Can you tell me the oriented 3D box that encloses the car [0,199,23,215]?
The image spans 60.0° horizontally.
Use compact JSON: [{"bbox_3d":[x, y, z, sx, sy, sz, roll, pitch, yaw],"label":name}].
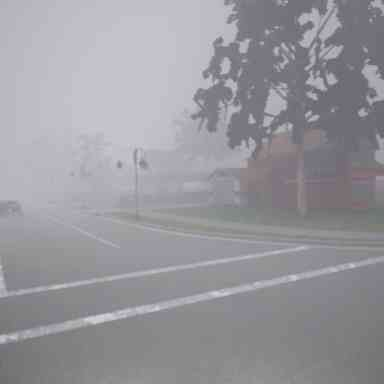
[{"bbox_3d":[-17.634,1.417,32.353,1.837,1.490,4.892,-4,1,-28],"label":"car"}]
